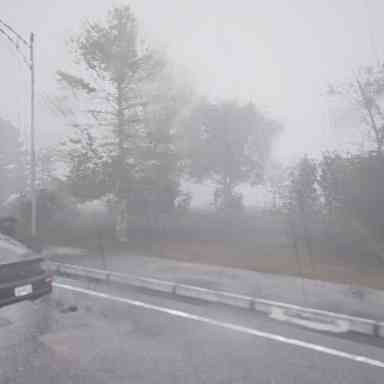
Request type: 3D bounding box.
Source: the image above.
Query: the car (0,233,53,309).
[{"bbox_3d":[-4.865,1.535,6.942,4.674,1.442,1.812,0,0,32],"label":"car"}]
